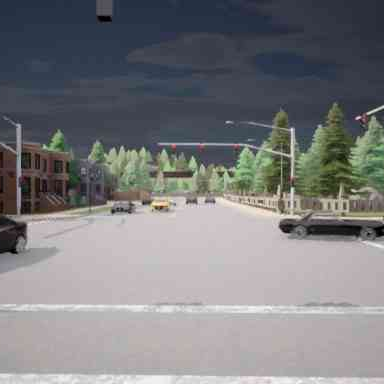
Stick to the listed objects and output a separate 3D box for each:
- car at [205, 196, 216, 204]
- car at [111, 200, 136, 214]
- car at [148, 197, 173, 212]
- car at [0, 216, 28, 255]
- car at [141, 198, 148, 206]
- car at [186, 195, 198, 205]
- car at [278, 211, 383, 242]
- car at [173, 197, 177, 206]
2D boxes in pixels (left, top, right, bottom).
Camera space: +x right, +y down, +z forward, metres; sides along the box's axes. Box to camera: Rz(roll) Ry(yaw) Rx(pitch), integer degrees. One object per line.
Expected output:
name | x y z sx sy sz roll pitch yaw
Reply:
car | 3.545 1.560 65.183 1.994 1.385 4.181 0 0 0
car | -7.127 1.561 34.834 1.994 1.385 4.181 0 0 0
car | -3.627 1.475 38.810 1.882 1.535 5.008 0 0 0
car | -7.109 1.477 10.519 1.882 1.535 5.008 0 0 0
car | -7.061 1.597 54.285 1.895 1.301 4.718 0 0 0
car | -0.052 1.348 60.203 2.097 1.767 4.553 0 0 0
car | 6.614 1.600 16.061 4.718 1.301 1.895 0 0 16
car | -3.564 1.522 53.990 1.812 1.442 4.674 0 0 0
